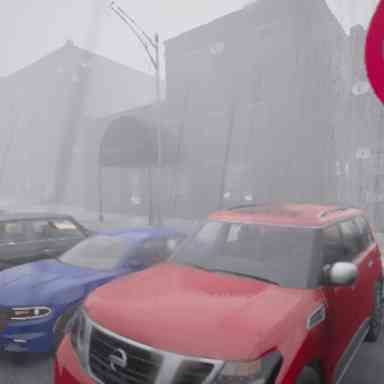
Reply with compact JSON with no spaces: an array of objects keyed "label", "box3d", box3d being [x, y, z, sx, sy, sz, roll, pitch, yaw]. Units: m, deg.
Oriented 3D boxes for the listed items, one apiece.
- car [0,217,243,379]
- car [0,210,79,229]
[{"label":"car","box3d":[-1.237,1.460,6.360,2.097,1.535,5.008,1,1,38]},{"label":"car","box3d":[-3.500,1.282,8.054,2.185,1.767,4.553,2,1,38]}]
